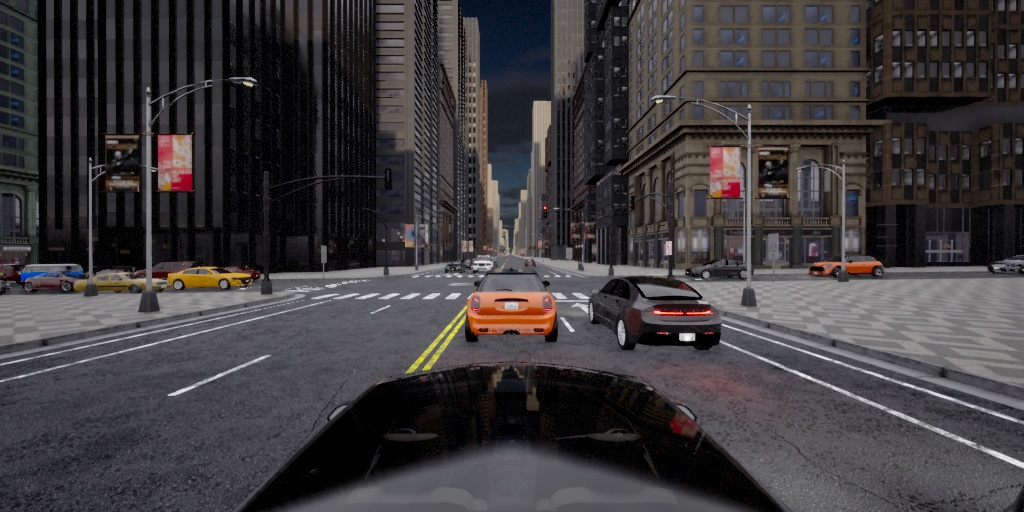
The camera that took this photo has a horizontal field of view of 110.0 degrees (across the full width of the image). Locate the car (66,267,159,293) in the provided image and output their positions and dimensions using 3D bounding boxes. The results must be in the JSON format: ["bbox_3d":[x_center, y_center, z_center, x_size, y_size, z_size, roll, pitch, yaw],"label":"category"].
[{"bbox_3d":[-23.876,1.596,22.109,4.829,1.417,1.751,0,0,0],"label":"car"}]

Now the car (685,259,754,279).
[{"bbox_3d":[16.131,1.005,27.997,4.892,1.490,1.837,-1,0,0],"label":"car"}]

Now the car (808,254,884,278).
[{"bbox_3d":[25.961,0.722,27.999,4.553,1.767,2.097,-1,0,0],"label":"car"}]

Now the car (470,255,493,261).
[{"bbox_3d":[-3.440,0.956,43.315,2.150,2.045,5.566,0,0,0],"label":"car"}]

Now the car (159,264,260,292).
[{"bbox_3d":[-20.776,1.492,24.768,5.008,1.535,1.882,-1,0,0],"label":"car"}]

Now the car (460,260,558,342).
[{"bbox_3d":[-0.005,1.102,9.920,2.097,1.767,4.553,0,0,0],"label":"car"}]

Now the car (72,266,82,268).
[{"bbox_3d":[-34.209,1.755,30.649,4.207,1.307,1.802,0,0,0],"label":"car"}]

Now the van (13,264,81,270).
[{"bbox_3d":[-39.296,1.583,30.655,3.998,1.789,1.690,0,0,0],"label":"van"}]

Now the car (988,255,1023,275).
[{"bbox_3d":[40.352,0.666,27.994,4.902,1.511,2.128,-1,0,0],"label":"car"}]

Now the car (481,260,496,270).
[{"bbox_3d":[-3.446,1.290,53.287,1.994,1.385,4.181,0,0,1],"label":"car"}]

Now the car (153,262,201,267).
[{"bbox_3d":[-29.122,1.419,30.643,5.009,1.841,2.192,0,0,0],"label":"car"}]

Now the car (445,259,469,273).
[{"bbox_3d":[-6.688,1.299,42.474,1.994,1.385,4.181,0,0,0],"label":"car"}]

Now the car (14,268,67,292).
[{"bbox_3d":[-30.775,1.715,24.783,4.181,1.385,1.994,-1,0,1],"label":"car"}]

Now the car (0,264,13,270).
[{"bbox_3d":[-44.383,1.626,30.661,5.009,1.841,2.192,0,0,0],"label":"car"}]

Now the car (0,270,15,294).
[{"bbox_3d":[-33.817,1.754,22.110,4.403,1.370,2.007,0,0,0],"label":"car"}]

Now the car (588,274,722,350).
[{"bbox_3d":[3.237,1.254,9.059,1.837,1.490,4.892,0,0,0],"label":"car"}]
